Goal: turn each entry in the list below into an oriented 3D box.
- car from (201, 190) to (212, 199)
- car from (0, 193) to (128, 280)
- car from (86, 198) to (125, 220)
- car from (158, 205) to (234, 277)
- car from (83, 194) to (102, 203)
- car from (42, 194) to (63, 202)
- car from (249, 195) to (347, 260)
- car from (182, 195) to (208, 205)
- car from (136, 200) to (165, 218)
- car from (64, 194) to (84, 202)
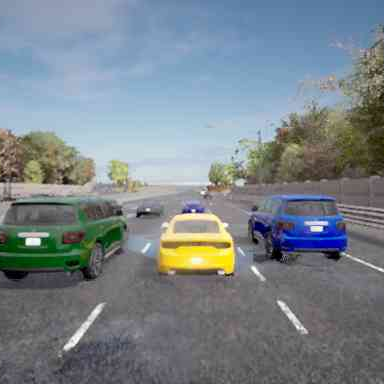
[{"bbox_3d":[3.545,0.881,76.664,1.837,1.490,4.892,0,0,0],"label":"car"},{"bbox_3d":[-3.395,1.136,9.796,2.150,2.045,5.566,0,1,0],"label":"car"},{"bbox_3d":[-6.884,1.273,27.014,1.837,1.490,4.892,0,0,0],"label":"car"},{"bbox_3d":[0.105,1.390,10.011,1.882,1.535,5.008,0,0,0],"label":"car"},{"bbox_3d":[-17.496,1.036,58.548,1.812,1.442,4.674,0,0,1],"label":"car"},{"bbox_3d":[-24.495,1.073,58.665,1.994,1.385,4.181,0,0,1],"label":"car"},{"bbox_3d":[3.508,1.110,12.050,2.150,2.045,5.566,0,0,0],"label":"car"},{"bbox_3d":[0.115,1.283,28.161,1.812,1.442,4.674,0,0,0],"label":"car"},{"bbox_3d":[-3.381,1.326,27.688,1.994,1.385,4.181,0,0,0],"label":"car"},{"bbox_3d":[-20.986,1.108,59.184,1.895,1.301,4.718,0,0,1],"label":"car"}]
